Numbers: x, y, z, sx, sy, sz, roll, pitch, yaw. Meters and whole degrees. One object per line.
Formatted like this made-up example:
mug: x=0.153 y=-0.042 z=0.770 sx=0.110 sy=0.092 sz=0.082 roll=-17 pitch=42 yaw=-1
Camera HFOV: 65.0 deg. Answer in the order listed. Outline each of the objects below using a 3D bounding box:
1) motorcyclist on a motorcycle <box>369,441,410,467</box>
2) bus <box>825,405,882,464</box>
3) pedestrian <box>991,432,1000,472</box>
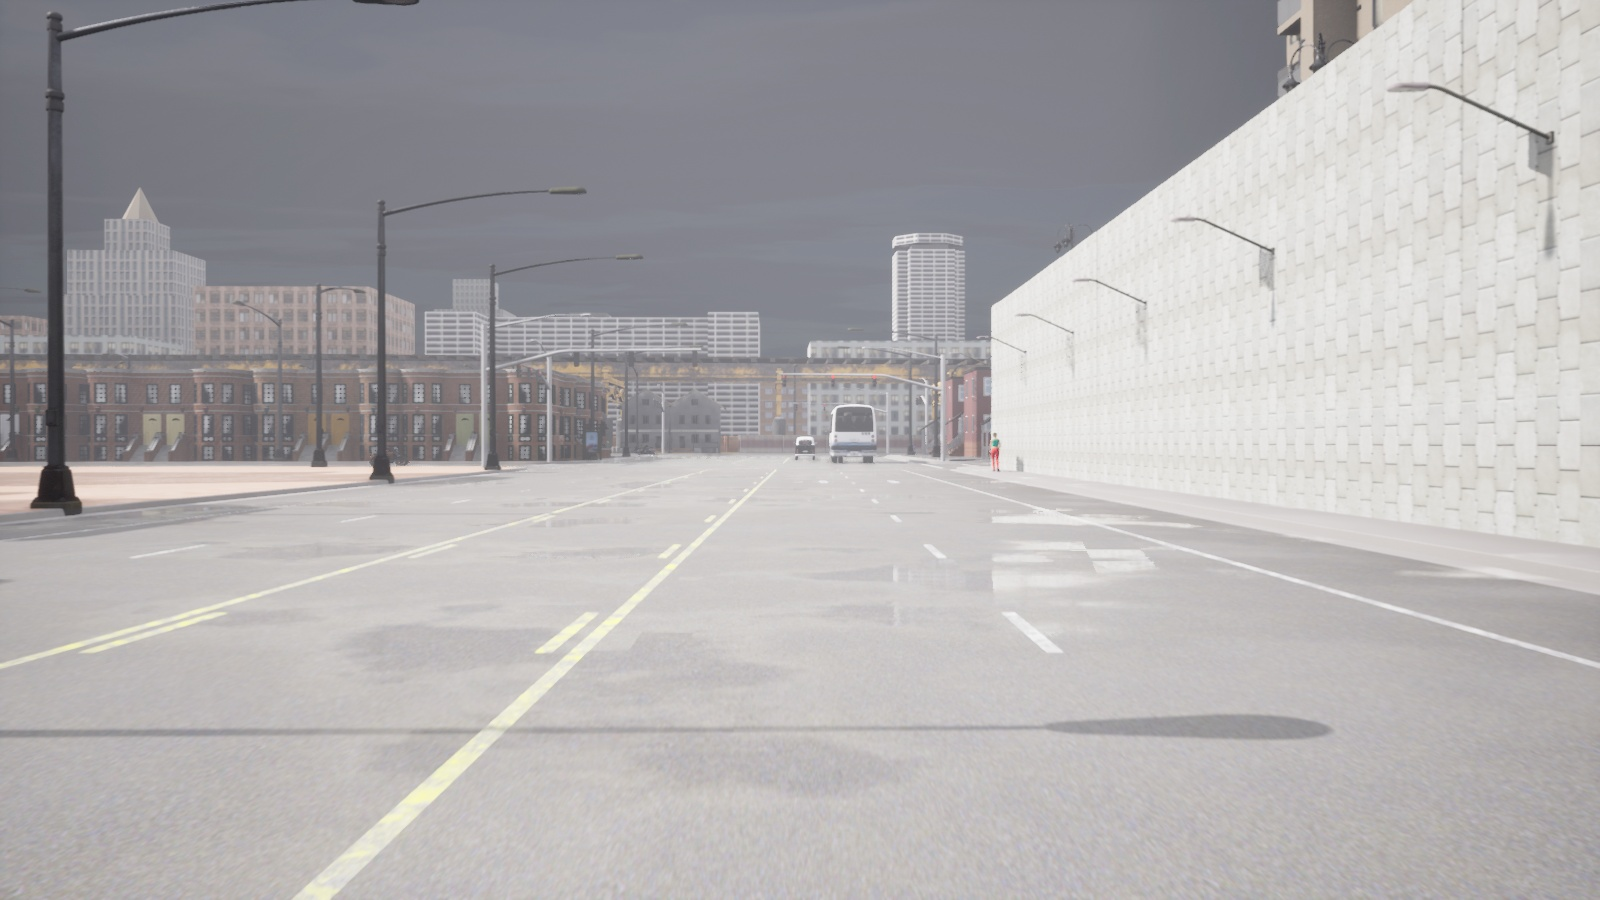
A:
motorcyclist on a motorcycle: x=-25.716 y=0.237 z=78.675 sx=2.350 sy=1.649 sz=0.766 roll=0 pitch=0 yaw=0
bus: x=3.930 y=-1.161 z=95.605 sx=3.944 sy=4.253 sz=10.273 roll=0 pitch=0 yaw=0
pedestrian: x=9.010 y=0.086 z=57.805 sx=0.345 sy=1.836 sz=0.594 roll=0 pitch=0 yaw=1
